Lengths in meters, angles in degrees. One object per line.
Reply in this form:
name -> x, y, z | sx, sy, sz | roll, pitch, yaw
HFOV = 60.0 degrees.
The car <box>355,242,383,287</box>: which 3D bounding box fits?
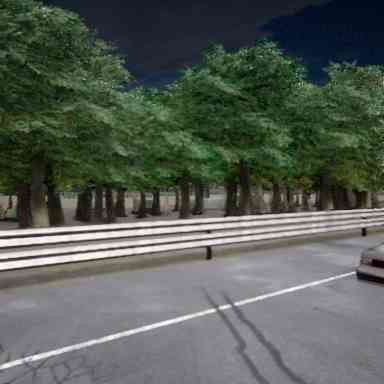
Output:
car -> 6.143, 1.545, 8.131 | 5.357, 1.411, 2.033 | 0, 0, -35
